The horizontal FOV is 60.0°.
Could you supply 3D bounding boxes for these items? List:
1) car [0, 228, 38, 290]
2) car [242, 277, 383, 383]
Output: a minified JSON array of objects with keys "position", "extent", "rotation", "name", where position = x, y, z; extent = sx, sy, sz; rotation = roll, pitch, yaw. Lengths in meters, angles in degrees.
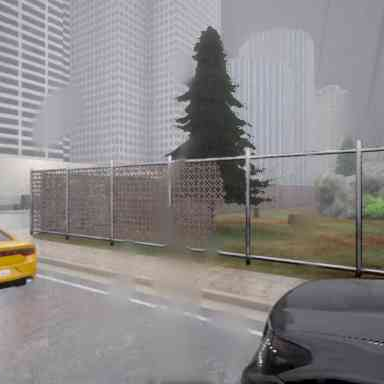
[{"position":[-5.797,1.478,8.106],"extent":[5.008,1.535,1.882],"rotation":[0,0,35],"name":"car"},{"position":[3.064,1.219,1.850],"extent":[5.566,2.045,2.150],"rotation":[0,0,35],"name":"car"}]
